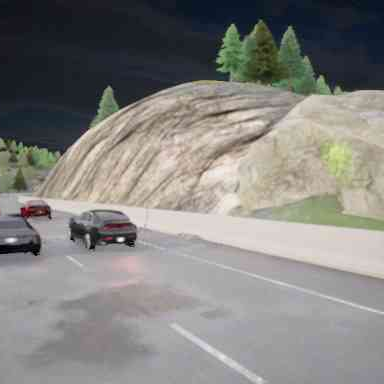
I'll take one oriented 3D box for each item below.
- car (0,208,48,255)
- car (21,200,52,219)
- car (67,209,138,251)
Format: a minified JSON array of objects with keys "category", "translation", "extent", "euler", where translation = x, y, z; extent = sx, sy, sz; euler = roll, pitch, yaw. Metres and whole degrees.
[{"category":"car","translation":[-6.987,1.532,12.500],"extent":[1.994,1.385,4.181],"euler":[0,0,-34]},{"category":"car","translation":[-13.139,1.411,27.903],"extent":[1.882,1.535,5.008],"euler":[0,0,-34]},{"category":"car","translation":[-3.954,1.477,14.259],"extent":[1.837,1.490,4.892],"euler":[0,1,-34]}]
